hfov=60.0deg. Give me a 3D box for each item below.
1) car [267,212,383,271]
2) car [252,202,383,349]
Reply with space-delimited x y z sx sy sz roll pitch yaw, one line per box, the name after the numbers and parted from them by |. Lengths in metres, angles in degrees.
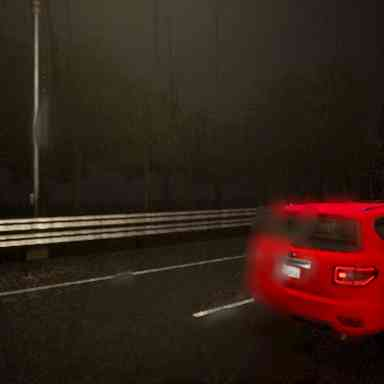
4.794 1.529 11.460 4.181 1.385 1.994 -1 0 -35 | car
3.603 1.215 6.311 5.566 2.045 2.150 0 0 -36 | car
